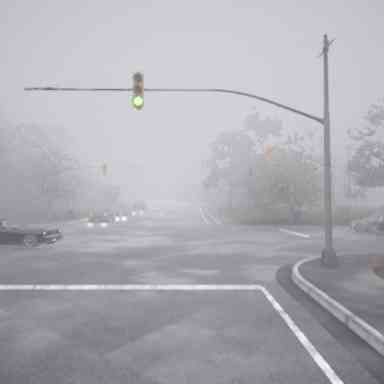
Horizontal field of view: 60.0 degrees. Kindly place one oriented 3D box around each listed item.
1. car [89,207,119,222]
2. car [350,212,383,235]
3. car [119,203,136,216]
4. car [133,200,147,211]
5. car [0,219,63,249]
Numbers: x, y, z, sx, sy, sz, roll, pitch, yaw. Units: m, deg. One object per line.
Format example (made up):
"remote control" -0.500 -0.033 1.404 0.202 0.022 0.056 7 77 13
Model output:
"car" -10.597 2.602 39.526 2.097 1.767 4.553 0 -2 0
"car" 13.502 2.146 22.987 4.902 1.511 2.128 0 -2 -2
"car" -10.594 2.954 51.859 2.128 1.511 4.902 0 0 0
"car" -10.505 2.615 67.063 2.150 2.045 5.566 0 1 0
"car" -8.850 1.996 16.226 4.718 1.301 1.895 0 -2 5
